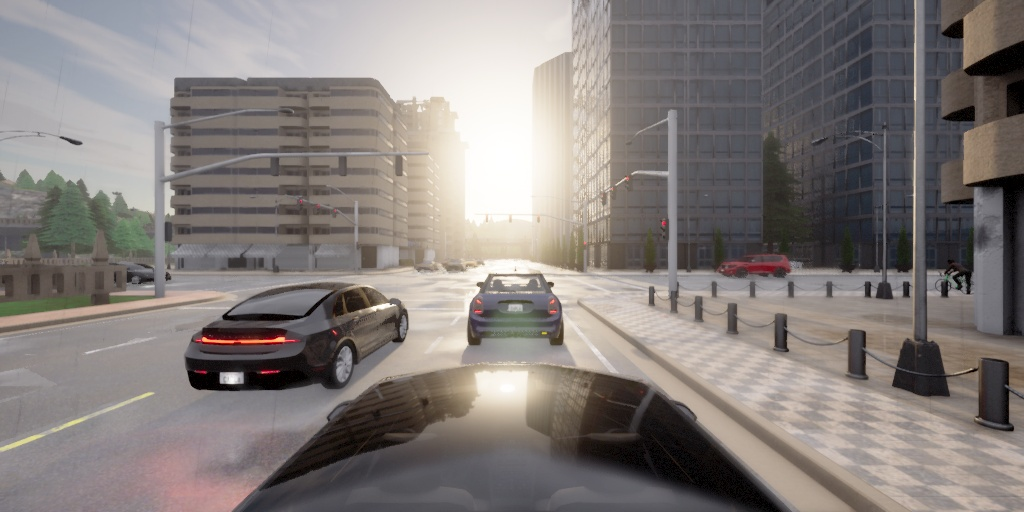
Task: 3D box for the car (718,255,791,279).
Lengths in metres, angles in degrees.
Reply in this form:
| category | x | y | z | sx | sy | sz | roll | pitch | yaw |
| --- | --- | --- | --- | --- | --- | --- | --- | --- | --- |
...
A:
| category | x | y | z | sx | sy | sz | roll | pitch | yaw |
| --- | --- | --- | --- | --- | --- | --- | --- | --- | --- |
| car | 21.265 | 0.914 | 31.486 | 5.566 | 2.045 | 2.150 | 0 | 0 | 0 |

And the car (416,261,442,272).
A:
| category | x | y | z | sx | sy | sz | roll | pitch | yaw |
| --- | --- | --- | --- | --- | --- | --- | --- | --- | --- |
| car | -10.552 | 1.295 | 45.112 | 2.033 | 1.411 | 5.357 | 0 | 0 | 1 |

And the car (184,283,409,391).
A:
| category | x | y | z | sx | sy | sz | roll | pitch | yaw |
| --- | --- | --- | --- | --- | --- | --- | --- | --- | --- |
| car | -3.427 | 1.255 | 6.831 | 1.837 | 1.490 | 4.892 | 0 | 0 | 0 |

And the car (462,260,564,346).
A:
| category | x | y | z | sx | sy | sz | roll | pitch | yaw |
| --- | --- | --- | --- | --- | --- | --- | --- | --- | --- |
| car | 0.090 | 1.102 | 9.603 | 2.097 | 1.767 | 4.553 | 0 | 0 | 0 |

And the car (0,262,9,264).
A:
| category | x | y | z | sx | sy | sz | roll | pitch | yaw |
| --- | --- | --- | --- | --- | --- | --- | --- | --- | --- |
| car | -39.262 | 1.198 | 27.079 | 4.892 | 1.490 | 1.837 | 0 | 1 | 20 |

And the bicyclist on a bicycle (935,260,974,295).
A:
| category | x | y | z | sx | sy | sz | roll | pitch | yaw |
| --- | --- | --- | --- | --- | --- | --- | --- | --- | --- |
| bicyclist on a bicycle | 21.018 | 0.995 | 17.004 | 0.582 | 1.620 | 1.656 | 0 | 0 | 0 |

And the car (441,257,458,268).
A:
| category | x | y | z | sx | sy | sz | roll | pitch | yaw |
| --- | --- | --- | --- | --- | --- | --- | --- | --- | --- |
| car | -10.504 | 1.097 | 60.320 | 2.097 | 1.767 | 4.553 | 0 | 0 | 0 |

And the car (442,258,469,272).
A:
| category | x | y | z | sx | sy | sz | roll | pitch | yaw |
| --- | --- | --- | --- | --- | --- | --- | --- | --- | --- |
| car | -7.043 | 1.100 | 45.289 | 2.097 | 1.767 | 4.553 | 0 | 0 | 0 |

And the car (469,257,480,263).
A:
| category | x | y | z | sx | sy | sz | roll | pitch | yaw |
| --- | --- | --- | --- | --- | --- | --- | --- | --- | --- |
| car | -7.006 | 1.224 | 60.346 | 1.882 | 1.535 | 5.008 | 0 | 0 | 0 |

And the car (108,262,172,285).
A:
| category | x | y | z | sx | sy | sz | roll | pitch | yaw |
| --- | --- | --- | --- | --- | --- | --- | --- | --- | --- |
| car | -26.498 | 1.194 | 24.902 | 4.892 | 1.490 | 1.837 | 1 | 0 | 4 |
